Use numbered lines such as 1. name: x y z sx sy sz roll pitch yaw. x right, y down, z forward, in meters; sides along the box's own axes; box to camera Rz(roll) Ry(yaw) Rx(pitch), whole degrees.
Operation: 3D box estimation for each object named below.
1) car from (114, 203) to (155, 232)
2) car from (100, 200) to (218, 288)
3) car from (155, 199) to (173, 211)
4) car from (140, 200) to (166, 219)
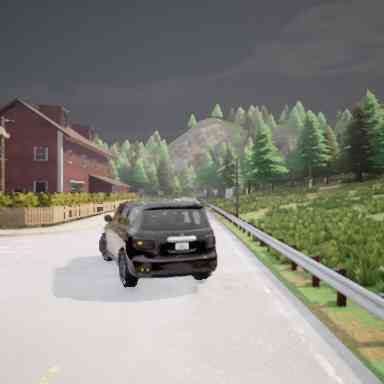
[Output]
1. car: -3.616 1.571 21.869 1.837 1.490 4.892 0 0 0
2. car: -1.222 1.253 9.678 2.150 2.045 5.566 0 0 -22
3. car: -3.600 1.697 43.988 1.994 1.385 4.181 0 0 0
4. car: -3.621 1.602 31.655 1.837 1.490 4.892 0 0 0
